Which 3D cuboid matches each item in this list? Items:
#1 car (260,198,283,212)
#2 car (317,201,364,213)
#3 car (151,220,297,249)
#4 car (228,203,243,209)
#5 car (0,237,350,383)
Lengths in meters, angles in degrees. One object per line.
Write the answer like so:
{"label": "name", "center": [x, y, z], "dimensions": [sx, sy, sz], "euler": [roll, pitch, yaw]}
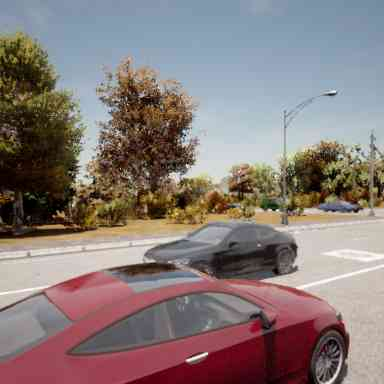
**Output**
{"label": "car", "center": [12.605, 1.856, 49.302], "dimensions": [2.150, 2.045, 5.566], "euler": [0, -3, -32]}
{"label": "car", "center": [18.016, 1.805, 40.650], "dimensions": [2.033, 1.411, 5.357], "euler": [0, -2, -32]}
{"label": "car", "center": [0.935, 1.526, 8.928], "dimensions": [4.674, 1.442, 1.812], "euler": [0, 0, -35]}
{"label": "car", "center": [7.222, 2.645, 57.927], "dimensions": [2.128, 1.511, 4.902], "euler": [0, -3, -32]}
{"label": "car", "center": [-0.234, 1.525, 3.577], "dimensions": [4.674, 1.442, 1.812], "euler": [0, 0, -35]}
